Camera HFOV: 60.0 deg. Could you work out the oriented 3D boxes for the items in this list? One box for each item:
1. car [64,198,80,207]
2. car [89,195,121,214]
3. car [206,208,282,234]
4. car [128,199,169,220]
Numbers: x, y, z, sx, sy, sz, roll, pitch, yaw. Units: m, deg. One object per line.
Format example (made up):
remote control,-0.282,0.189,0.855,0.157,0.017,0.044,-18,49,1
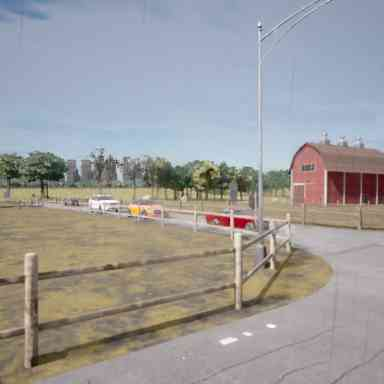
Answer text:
car,-21.593,1.832,59.617,1.837,1.490,4.892,-1,0,-35
car,-10.098,1.340,38.149,2.150,2.045,5.566,-1,0,-35
car,2.950,1.624,19.684,1.895,1.301,4.718,-1,1,-36
car,-3.869,1.403,29.276,2.097,1.767,4.553,-1,0,-35
